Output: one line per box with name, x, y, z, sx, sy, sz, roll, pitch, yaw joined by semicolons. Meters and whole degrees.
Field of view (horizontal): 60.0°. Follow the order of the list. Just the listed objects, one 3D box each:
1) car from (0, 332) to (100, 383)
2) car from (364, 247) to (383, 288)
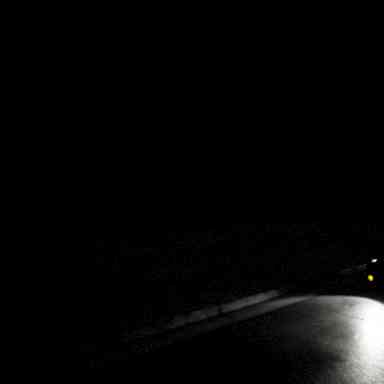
car;-2.491;1.597;1.562;4.181;1.385;1.994;-1;0;-36
car;5.780;1.466;7.626;4.181;1.385;1.994;-1;0;-36
